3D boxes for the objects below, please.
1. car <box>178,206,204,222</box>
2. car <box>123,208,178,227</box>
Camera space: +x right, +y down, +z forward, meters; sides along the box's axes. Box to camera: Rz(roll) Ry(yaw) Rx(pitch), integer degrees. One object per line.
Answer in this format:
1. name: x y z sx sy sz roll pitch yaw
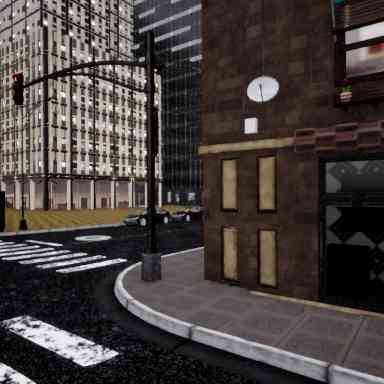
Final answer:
1. car: -0.237 1.978 30.450 2.008 1.369 4.403 -2 -2 35
2. car: -3.446 1.896 25.898 2.008 1.369 4.403 -2 -2 35
